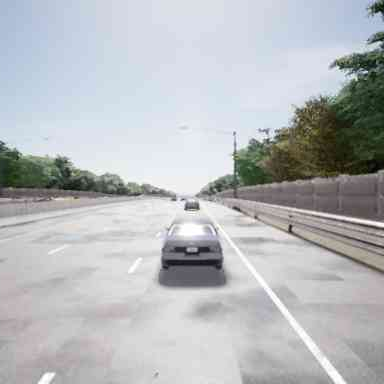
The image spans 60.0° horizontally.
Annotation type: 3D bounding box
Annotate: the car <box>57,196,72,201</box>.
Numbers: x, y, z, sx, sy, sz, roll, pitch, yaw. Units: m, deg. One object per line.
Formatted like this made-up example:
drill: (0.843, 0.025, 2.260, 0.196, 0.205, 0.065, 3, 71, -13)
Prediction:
car: (-24.488, 1.600, 64.316, 1.882, 1.535, 5.008, 0, 0, 0)

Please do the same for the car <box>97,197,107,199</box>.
car: (-17.493, 1.639, 64.339, 2.128, 1.511, 4.902, 0, -1, 0)

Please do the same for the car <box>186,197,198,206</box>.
car: (0.012, 1.574, 59.162, 2.128, 1.511, 4.902, 0, 0, 0)

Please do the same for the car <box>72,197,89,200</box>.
car: (-20.990, 1.647, 64.326, 1.812, 1.442, 4.674, 0, 0, 0)

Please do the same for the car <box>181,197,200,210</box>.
car: (0.008, 1.576, 43.112, 1.994, 1.385, 4.181, 0, 0, 0)

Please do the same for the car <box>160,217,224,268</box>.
car: (0.002, 1.553, 11.187, 2.033, 1.411, 5.357, 0, 0, 0)
